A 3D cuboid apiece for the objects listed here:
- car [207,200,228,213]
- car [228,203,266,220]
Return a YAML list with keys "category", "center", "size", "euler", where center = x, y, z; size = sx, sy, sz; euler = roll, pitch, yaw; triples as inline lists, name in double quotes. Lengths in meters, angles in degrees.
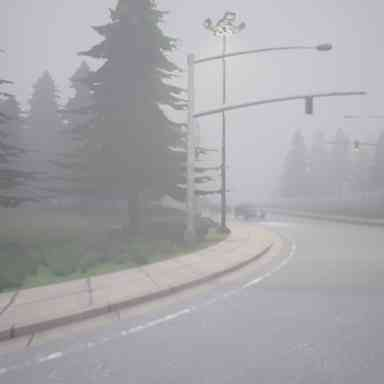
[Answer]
- category: "car"
  center: [3.690, 2.030, 42.193]
  size: [1.895, 1.301, 4.718]
  euler: [0, -1, -11]
- category: "car"
  center: [5.547, 1.837, 32.371]
  size: [2.128, 1.511, 4.902]
  euler: [0, -1, -11]
